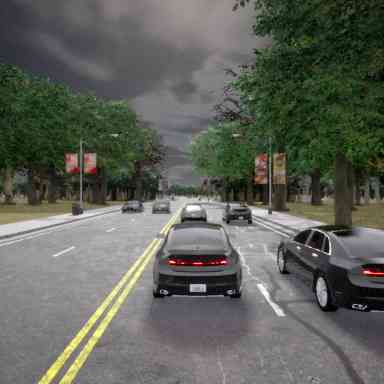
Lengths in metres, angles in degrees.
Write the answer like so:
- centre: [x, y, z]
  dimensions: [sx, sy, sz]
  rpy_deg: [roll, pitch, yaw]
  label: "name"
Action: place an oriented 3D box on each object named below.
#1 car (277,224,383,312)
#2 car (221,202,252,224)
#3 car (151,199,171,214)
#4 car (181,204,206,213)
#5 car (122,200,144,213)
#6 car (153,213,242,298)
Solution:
- centre: [3.360, 1.513, 7.703]
  dimensions: [1.837, 1.490, 4.892]
  rpy_deg: [0, 0, 0]
  label: "car"
- centre: [3.384, 1.554, 25.438]
  dimensions: [1.837, 1.490, 4.892]
  rpy_deg: [0, 0, 0]
  label: "car"
- centre: [-3.301, 1.581, 36.587]
  dimensions: [1.837, 1.490, 4.892]
  rpy_deg: [0, 0, 0]
  label: "car"
- centre: [0.133, 1.614, 25.878]
  dimensions: [1.994, 1.385, 4.181]
  rpy_deg: [0, 0, 0]
  label: "car"
- centre: [-6.545, 1.641, 37.270]
  dimensions: [1.994, 1.385, 4.181]
  rpy_deg: [0, 0, 0]
  label: "car"
- centre: [0.111, 1.514, 8.503]
  dimensions: [1.837, 1.490, 4.892]
  rpy_deg: [0, 0, 0]
  label: "car"
